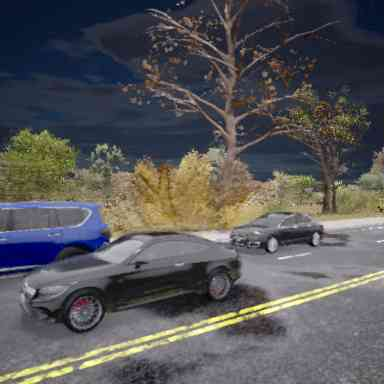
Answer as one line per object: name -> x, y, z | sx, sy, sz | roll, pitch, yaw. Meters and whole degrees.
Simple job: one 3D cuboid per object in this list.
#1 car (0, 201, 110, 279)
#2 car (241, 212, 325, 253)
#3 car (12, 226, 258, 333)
car -> -4.769, 1.272, 8.281 | 5.566, 2.045, 2.150 | 1, -1, -35
car -> 3.807, 1.654, 14.476 | 4.892, 1.490, 1.837 | 1, -1, -36
car -> -0.971, 1.583, 7.013 | 4.674, 1.442, 1.812 | 1, -1, -35
